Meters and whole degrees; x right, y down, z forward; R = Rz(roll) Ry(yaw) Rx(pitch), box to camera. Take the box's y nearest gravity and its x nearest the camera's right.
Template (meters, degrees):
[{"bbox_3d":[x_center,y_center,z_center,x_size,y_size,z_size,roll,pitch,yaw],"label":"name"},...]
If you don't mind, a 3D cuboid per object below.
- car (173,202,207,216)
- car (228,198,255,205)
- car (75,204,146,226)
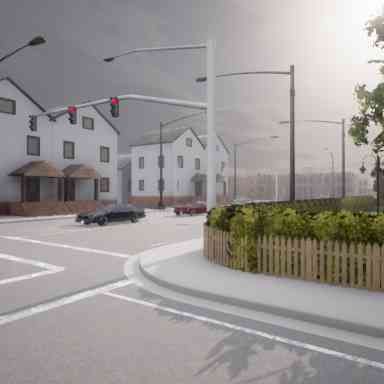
[{"bbox_3d":[0.242,1.601,32.270,1.895,1.301,4.718,0,0,35],"label":"car"},{"bbox_3d":[6.056,1.503,40.683,1.837,1.490,4.892,0,1,35],"label":"car"},{"bbox_3d":[-5.612,1.547,23.781,2.033,1.411,5.357,0,0,35],"label":"car"}]
